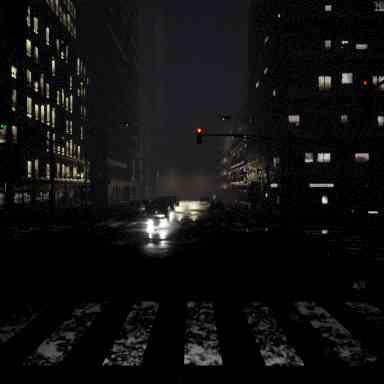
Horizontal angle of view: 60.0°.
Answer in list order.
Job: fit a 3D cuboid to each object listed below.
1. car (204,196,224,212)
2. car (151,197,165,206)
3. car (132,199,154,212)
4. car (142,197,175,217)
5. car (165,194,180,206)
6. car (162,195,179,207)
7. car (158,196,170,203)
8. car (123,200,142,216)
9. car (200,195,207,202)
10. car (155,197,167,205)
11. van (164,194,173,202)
[{"bbox_3d":[2.745,1.540,38.657,2.008,1.369,4.403,-1,0,0],"label":"car"},{"bbox_3d":[-5.604,1.531,55.635,1.887,1.381,4.507,-1,0,0],"label":"car"},{"bbox_3d":[-5.635,1.555,38.672,1.947,1.339,4.313,-1,0,0],"label":"car"},{"bbox_3d":[-3.046,1.482,30.999,2.128,1.511,4.902,0,0,0],"label":"car"},{"bbox_3d":[-2.999,1.339,50.448,2.097,1.767,4.553,0,0,0],"label":"car"},{"bbox_3d":[-3.023,1.480,40.484,2.128,1.511,4.902,0,0,0],"label":"car"},{"bbox_3d":[-5.584,1.528,66.944,1.887,1.381,4.507,-1,0,0],"label":"car"},{"bbox_3d":[-5.646,1.516,32.847,1.752,1.417,4.829,-1,0,0],"label":"car"},{"bbox_3d":[2.805,1.422,72.585,1.967,1.590,4.097,-1,0,0],"label":"car"},{"bbox_3d":[-5.593,1.567,61.290,1.802,1.307,4.206,-1,0,0],"label":"car"},{"bbox_3d":[-5.566,1.322,78.254,1.690,1.788,3.998,-1,0,0],"label":"van"}]
